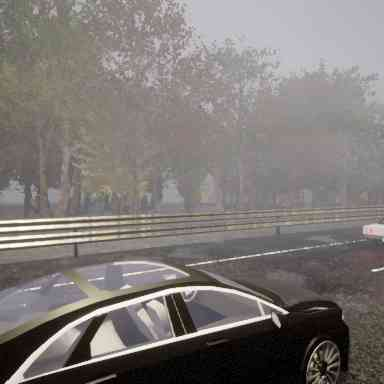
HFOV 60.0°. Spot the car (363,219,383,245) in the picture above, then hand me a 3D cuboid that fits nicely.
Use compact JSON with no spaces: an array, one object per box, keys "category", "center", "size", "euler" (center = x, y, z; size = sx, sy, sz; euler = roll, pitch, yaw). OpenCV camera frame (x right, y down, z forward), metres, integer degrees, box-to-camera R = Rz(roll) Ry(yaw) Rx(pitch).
[{"category":"car","center":[9.404,1.581,14.024],"size":[4.718,1.301,1.895],"euler":[0,0,-32]}]

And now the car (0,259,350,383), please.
[{"category":"car","center":[-0.322,1.490,3.423],"size":[4.902,1.511,2.128],"euler":[0,0,-35]}]
